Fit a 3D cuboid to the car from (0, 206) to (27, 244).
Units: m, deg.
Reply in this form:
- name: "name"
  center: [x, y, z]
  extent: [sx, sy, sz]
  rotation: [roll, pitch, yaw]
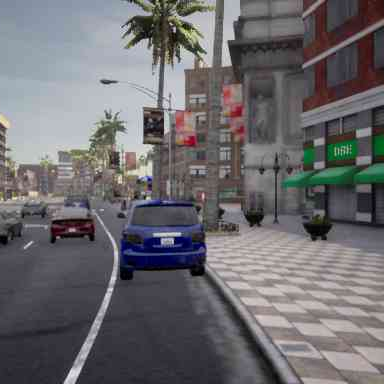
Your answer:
- name: "car"
  center: [-9.166, 1.556, 15.342]
  extent: [1.994, 1.385, 4.181]
  rotation: [0, 0, -18]

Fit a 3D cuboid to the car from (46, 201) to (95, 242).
- name: "car"
  center: [-5.896, 1.473, 16.611]
  extent: [1.882, 1.535, 5.008]
  rotation: [0, 0, -18]

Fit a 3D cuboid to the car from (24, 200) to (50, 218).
- name: "car"
  center: [-13.871, 1.480, 29.581]
  extent: [2.128, 1.511, 4.902]
  rotation: [0, 0, -18]

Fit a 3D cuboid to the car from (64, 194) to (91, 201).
- name: "car"
  center: [-10.464, 1.208, 30.417]
  extent: [2.150, 2.045, 5.566]
  rotation: [0, 0, -18]

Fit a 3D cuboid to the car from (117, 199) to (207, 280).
- name: "car"
  center: [-1.082, 1.219, 10.223]
  extent: [2.150, 2.045, 5.566]
  rotation: [0, 0, -11]
